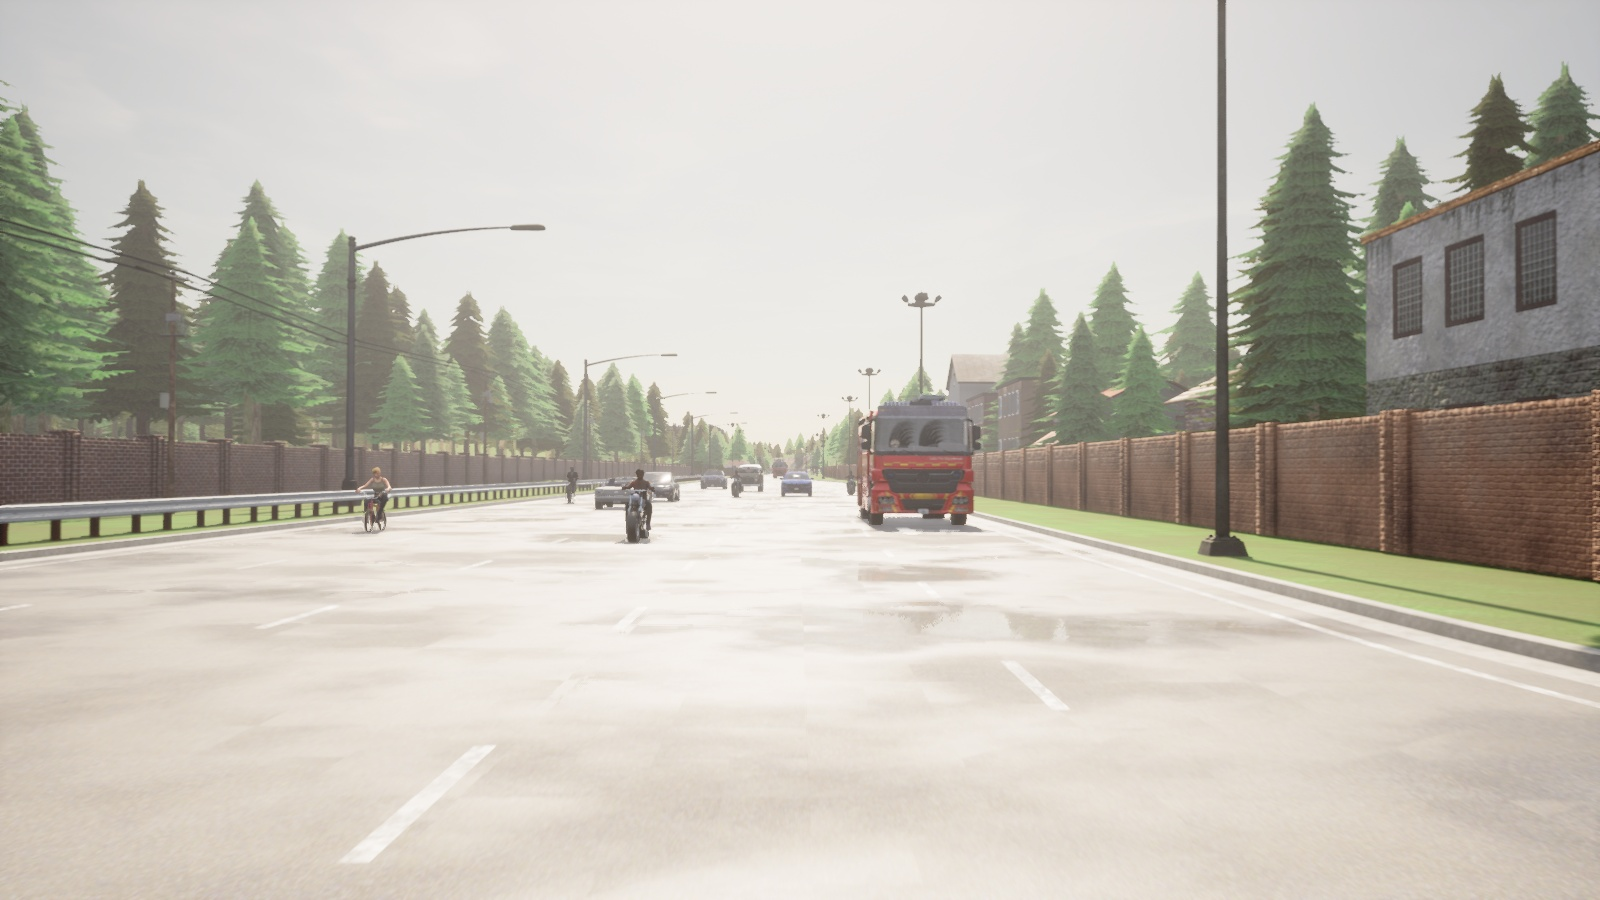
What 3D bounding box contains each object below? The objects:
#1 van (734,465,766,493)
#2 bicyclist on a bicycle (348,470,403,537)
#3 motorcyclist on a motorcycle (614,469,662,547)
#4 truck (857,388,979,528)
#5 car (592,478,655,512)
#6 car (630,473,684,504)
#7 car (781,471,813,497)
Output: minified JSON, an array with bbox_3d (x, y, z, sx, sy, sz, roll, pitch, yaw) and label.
[{"bbox_3d":[-3.701,2.124,93.877,2.069,2.038,4.480,0,-1,2],"label":"van"},{"bbox_3d":[-10.573,1.318,31.324,0.866,1.612,1.509,0,-1,0],"label":"bicyclist on a bicycle"},{"bbox_3d":[-3.569,1.246,27.850,0.766,1.649,2.350,0,-1,0],"label":"motorcyclist on a motorcycle"},{"bbox_3d":[3.401,0.281,38.544,2.891,3.827,8.468,0,-1,0],"label":"truck"},{"bbox_3d":[-7.126,1.799,51.125,1.895,1.301,4.718,0,-1,0],"label":"car"},{"bbox_3d":[-7.156,1.902,63.239,2.163,1.488,4.792,0,-1,0],"label":"car"},{"bbox_3d":[-0.191,2.084,77.104,1.882,1.535,5.008,0,-1,0],"label":"car"}]
